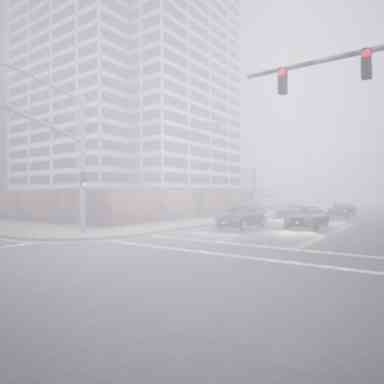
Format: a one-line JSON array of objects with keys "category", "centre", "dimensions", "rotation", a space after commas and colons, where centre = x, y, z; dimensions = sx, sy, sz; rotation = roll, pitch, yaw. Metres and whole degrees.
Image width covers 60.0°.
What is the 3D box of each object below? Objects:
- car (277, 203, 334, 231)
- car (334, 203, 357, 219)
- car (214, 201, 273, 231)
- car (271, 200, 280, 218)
[{"category": "car", "centre": [7.336, 1.610, 21.225], "dimensions": [1.994, 1.385, 4.181], "rotation": [-1, 0, 35]}, {"category": "car", "centre": [13.224, 1.648, 29.550], "dimensions": [1.895, 1.301, 4.718], "rotation": [-1, 0, 35]}, {"category": "car", "centre": [3.227, 1.577, 21.473], "dimensions": [1.837, 1.490, 4.892], "rotation": [-1, 0, 35]}, {"category": "car", "centre": [8.962, 1.636, 29.589], "dimensions": [1.994, 1.385, 4.181], "rotation": [-1, 0, 35]}]
